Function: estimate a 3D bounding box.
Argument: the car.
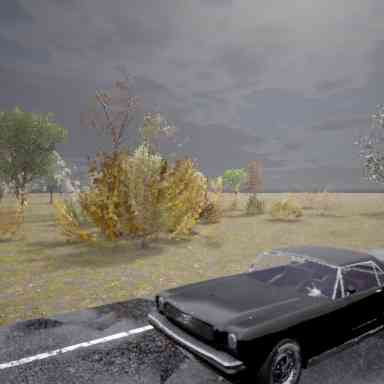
[{"bbox_3d":[1.741,1.600,5.207,4.718,1.301,1.895,0,0,-35],"label":"car"}]
